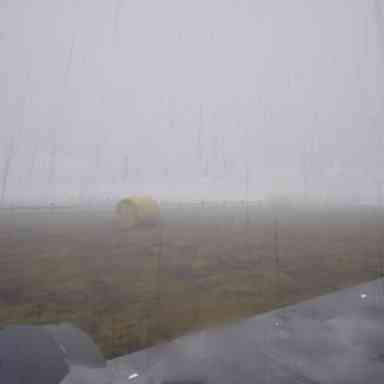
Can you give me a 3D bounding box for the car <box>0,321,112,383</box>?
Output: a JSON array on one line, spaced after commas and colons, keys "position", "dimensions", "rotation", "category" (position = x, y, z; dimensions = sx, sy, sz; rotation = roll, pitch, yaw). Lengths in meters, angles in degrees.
[{"position": [-2.657, 1.484, 1.160], "dimensions": [4.902, 1.511, 2.128], "rotation": [0, 0, -35], "category": "car"}]
